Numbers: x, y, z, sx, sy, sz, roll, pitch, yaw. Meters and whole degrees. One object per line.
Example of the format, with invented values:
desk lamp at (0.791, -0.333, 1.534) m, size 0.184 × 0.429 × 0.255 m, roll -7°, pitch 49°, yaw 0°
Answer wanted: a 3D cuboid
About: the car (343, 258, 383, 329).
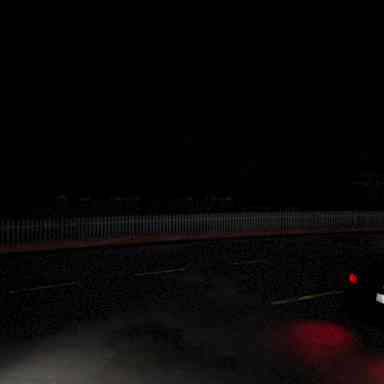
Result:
car at (4.706, 1.564, 5.724) m, size 4.181 × 1.385 × 1.994 m, roll 0°, pitch 0°, yaw -24°
